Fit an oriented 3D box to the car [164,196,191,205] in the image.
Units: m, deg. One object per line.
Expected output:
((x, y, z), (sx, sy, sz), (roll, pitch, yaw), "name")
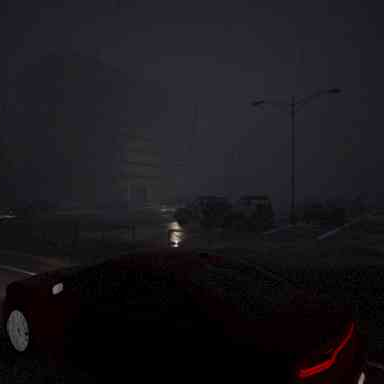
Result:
((-2.521, 1.547, 59.687), (2.033, 1.411, 5.357), (0, 0, 34), "car")

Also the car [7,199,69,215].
((-15.730, 1.547, 33.846), (2.033, 1.411, 5.357), (0, 0, 34), "car")

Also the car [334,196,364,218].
((15.329, 1.395, 32.023), (1.970, 1.475, 3.806), (0, 0, 34), "car")

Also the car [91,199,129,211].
((-10.275, 1.600, 41.976), (1.895, 1.301, 4.718), (0, 0, 34), "car")

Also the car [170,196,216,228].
((0.939, 1.153, 20.732), (1.932, 1.855, 4.605), (0, 0, 34), "car")

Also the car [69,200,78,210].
((-15.910, 1.525, 39.838), (1.812, 1.442, 4.674), (0, 0, 34), "car")

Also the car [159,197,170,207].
((-3.260, 1.491, 52.391), (2.128, 1.511, 4.902), (0, 0, 34), "car")

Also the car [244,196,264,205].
((11.491, 1.525, 61.506), (1.812, 1.442, 4.674), (0, 0, 34), "car")

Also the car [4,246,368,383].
((-0.533, 1.478, 4.369), (5.008, 1.535, 1.882), (0, 0, 35), "car")

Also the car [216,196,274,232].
((3.306, 1.156, 19.066), (1.905, 1.878, 3.866), (0, 0, 34), "car")
